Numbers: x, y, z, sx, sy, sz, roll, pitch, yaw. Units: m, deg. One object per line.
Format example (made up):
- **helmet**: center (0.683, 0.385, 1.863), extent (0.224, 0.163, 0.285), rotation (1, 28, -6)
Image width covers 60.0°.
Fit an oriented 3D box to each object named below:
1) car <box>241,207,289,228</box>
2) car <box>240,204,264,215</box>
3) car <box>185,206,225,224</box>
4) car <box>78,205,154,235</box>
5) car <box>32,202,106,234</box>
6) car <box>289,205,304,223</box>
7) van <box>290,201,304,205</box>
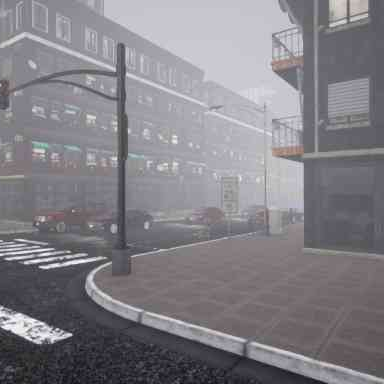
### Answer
- **car**: center (5.786, 2.048, 26.153), extent (1.802, 1.307, 4.206), rotation (-2, -2, 35)
- **car**: center (7.297, 2.189, 38.259), extent (1.837, 1.490, 4.892), rotation (0, -1, 36)
- **car**: center (1.322, 2.020, 29.782), extent (1.812, 1.442, 4.674), rotation (0, -1, 35)
- **car**: center (-4.533, 1.814, 21.479), extent (1.837, 1.490, 4.892), rotation (0, -1, 35)
- **car**: center (-7.619, 1.604, 21.620), extent (2.192, 1.841, 5.009), rotation (-1, -2, 35)
- **car**: center (9.057, 2.121, 30.803), extent (2.008, 1.369, 4.403), rotation (-2, -2, 35)
- **van**: center (18.554, 2.464, 58.802), extent (1.690, 1.788, 3.998), rotation (-2, -2, 35)
